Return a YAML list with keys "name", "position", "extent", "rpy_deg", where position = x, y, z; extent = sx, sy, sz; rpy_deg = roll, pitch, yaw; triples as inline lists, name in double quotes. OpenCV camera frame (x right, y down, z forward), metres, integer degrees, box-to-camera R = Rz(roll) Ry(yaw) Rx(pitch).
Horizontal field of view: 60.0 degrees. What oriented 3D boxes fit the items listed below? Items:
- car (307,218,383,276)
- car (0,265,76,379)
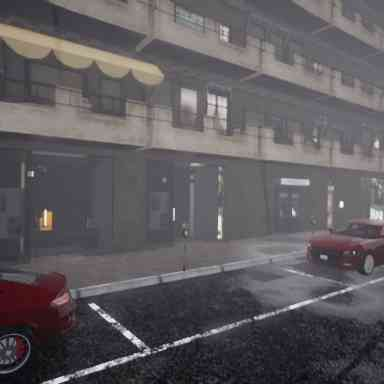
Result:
- name: "car"
  position: [5.443, 1.541, 10.405]
  extent: [4.507, 1.381, 1.887]
  rpy_deg: [0, 1, -35]
- name: "car"
  position: [-3.601, 1.582, 3.978]
  extent: [4.206, 1.307, 1.802]
  rpy_deg: [0, 1, -35]
